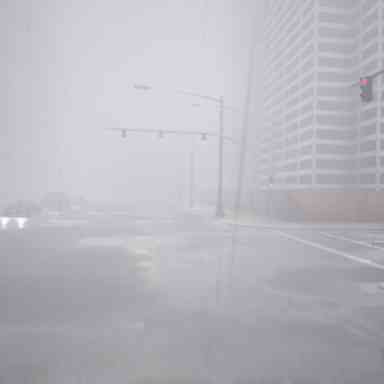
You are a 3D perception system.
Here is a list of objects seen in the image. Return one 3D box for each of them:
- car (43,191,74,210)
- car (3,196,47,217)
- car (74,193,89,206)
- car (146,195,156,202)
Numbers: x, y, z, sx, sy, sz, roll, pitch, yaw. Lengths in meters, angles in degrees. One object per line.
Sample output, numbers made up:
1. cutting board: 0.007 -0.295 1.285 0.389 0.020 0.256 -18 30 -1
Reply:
1. car: -15.386 0.951 37.580 2.150 2.045 5.566 1 0 -7
2. car: -14.295 1.313 28.296 1.994 1.385 4.181 1 0 -7
3. car: -16.594 1.256 48.201 2.033 1.411 5.357 1 0 -6
4. car: -8.548 1.374 69.657 1.812 1.442 4.674 1 0 -7
